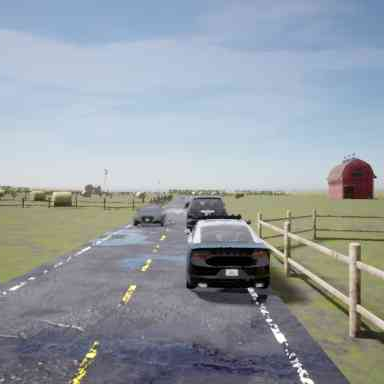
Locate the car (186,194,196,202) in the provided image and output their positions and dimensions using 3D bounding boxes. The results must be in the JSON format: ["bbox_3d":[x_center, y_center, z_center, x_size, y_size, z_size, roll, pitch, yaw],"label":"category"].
[{"bbox_3d":[-0.165,1.257,71.649,2.097,1.767,4.553,0,0,0],"label":"car"}]

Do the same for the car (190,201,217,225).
[{"bbox_3d":[0.765,1.501,25.206,1.837,1.490,4.892,0,0,0],"label":"car"}]

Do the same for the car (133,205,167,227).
[{"bbox_3d":[-2.803,1.561,22.902,1.994,1.385,4.181,0,0,0],"label":"car"}]

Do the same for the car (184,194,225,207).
[{"bbox_3d":[0.779,1.222,19.236,2.150,2.045,5.566,0,0,0],"label":"car"}]

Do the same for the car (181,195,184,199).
[{"bbox_3d":[-0.078,1.540,46.056,2.033,1.411,5.357,0,0,0],"label":"car"}]

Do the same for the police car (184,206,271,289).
[{"bbox_3d":[0.802,1.424,9.316,1.930,1.638,5.238,0,0,0],"label":"police car"}]
